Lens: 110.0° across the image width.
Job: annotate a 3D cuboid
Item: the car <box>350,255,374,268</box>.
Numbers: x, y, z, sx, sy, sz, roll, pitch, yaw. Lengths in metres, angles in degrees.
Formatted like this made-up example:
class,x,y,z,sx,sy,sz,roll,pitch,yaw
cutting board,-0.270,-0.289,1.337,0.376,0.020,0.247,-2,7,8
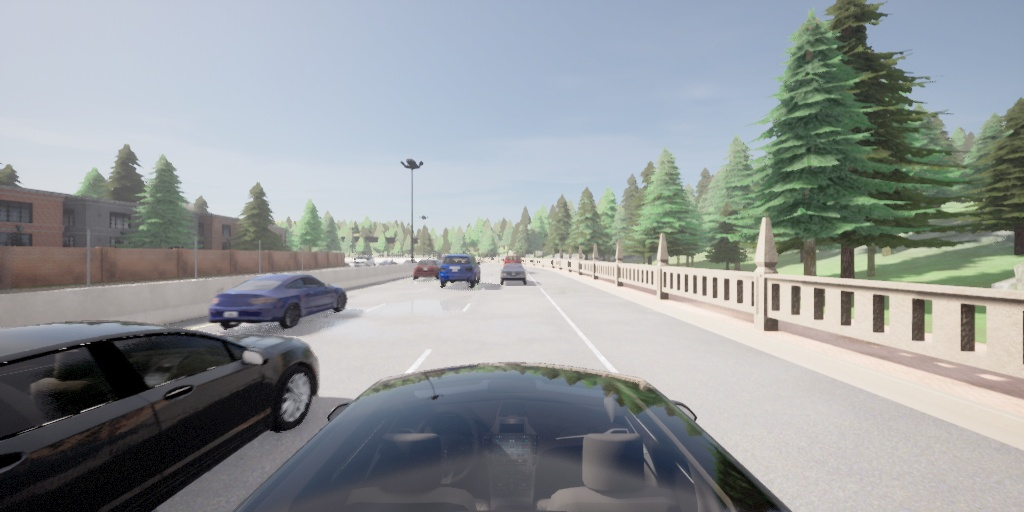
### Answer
class,x,y,z,sx,sy,sz,roll,pitch,yaw
car,-21.510,0.939,51.865,2.150,2.045,5.566,0,0,-6

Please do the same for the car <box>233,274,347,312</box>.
class,x,y,z,sx,sy,sz,roll,pitch,yaw
car,-6.900,1.269,11.101,1.812,1.442,4.674,0,0,0

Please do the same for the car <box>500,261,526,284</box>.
class,x,y,z,sx,sy,sz,roll,pitch,yaw
car,0.101,1.278,26.656,2.033,1.411,5.357,0,0,0

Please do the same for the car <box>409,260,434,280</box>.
class,x,y,z,sx,sy,sz,roll,pitch,yaw
car,-6.898,1.081,30.741,2.097,1.767,4.553,0,0,0

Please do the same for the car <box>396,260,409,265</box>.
class,x,y,z,sx,sy,sz,roll,pitch,yaw
car,-14.424,1.240,50.502,1.812,1.442,4.674,0,0,-4

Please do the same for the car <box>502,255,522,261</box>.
class,x,y,z,sx,sy,sz,roll,pitch,yaw
car,0.059,0.943,42.308,2.150,2.045,5.566,0,0,-1

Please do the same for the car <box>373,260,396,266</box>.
class,x,y,z,sx,sy,sz,roll,pitch,yaw
car,-18.023,1.262,52.124,2.033,1.411,5.357,0,0,-5

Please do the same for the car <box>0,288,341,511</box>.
class,x,y,z,sx,sy,sz,roll,pitch,yaw
car,-3.399,1.255,2.675,1.837,1.490,4.892,0,0,0

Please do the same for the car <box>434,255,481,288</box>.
class,x,y,z,sx,sy,sz,roll,pitch,yaw
car,-3.398,0.955,24.102,2.150,2.045,5.566,0,0,0
